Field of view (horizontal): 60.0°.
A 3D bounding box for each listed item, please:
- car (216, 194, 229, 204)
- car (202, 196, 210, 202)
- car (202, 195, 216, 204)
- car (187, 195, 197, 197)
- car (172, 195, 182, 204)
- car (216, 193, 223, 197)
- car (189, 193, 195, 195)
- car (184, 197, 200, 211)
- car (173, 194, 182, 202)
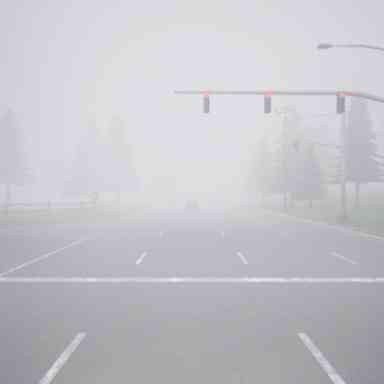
[{"bbox_3d":[7.002,1.795,73.315,1.812,1.442,4.674,0,0,0],"label":"car"},{"bbox_3d":[3.502,1.744,83.348,1.895,1.301,4.718,0,0,0],"label":"car"},{"bbox_3d":[3.502,1.793,72.898,2.128,1.511,4.902,0,0,0],"label":"car"},{"bbox_3d":[0.002,1.823,73.315,1.994,1.385,4.181,0,0,0],"label":"car"},{"bbox_3d":[-3.498,1.808,72.898,2.033,1.411,5.357,0,0,0],"label":"car"},{"bbox_3d":[7.002,1.374,83.350,2.150,2.045,5.566,0,0,0],"label":"car"},{"bbox_3d":[0.002,1.374,83.350,2.150,2.045,5.566,0,0,0],"label":"car"},{"bbox_3d":[0.001,1.686,42.285,1.812,1.442,4.674,0,0,0],"label":"car"},{"bbox_3d":[-3.498,1.504,83.289,2.097,1.767,4.553,0,0,0],"label":"car"}]
